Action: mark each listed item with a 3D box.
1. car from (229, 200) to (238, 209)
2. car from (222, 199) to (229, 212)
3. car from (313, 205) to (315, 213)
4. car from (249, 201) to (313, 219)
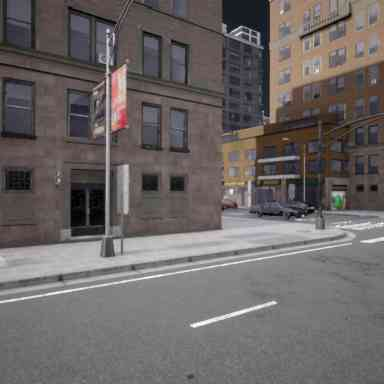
[{"bbox_3d":[4.182,1.594,43.298,1.802,1.307,4.206,0,0,-35],"label":"car"},{"bbox_3d":[1.645,1.592,37.379,1.895,1.301,4.718,0,0,-35],"label":"car"},{"bbox_3d":[10.545,1.580,34.298,1.947,1.339,4.313,0,0,-35],"label":"car"},{"bbox_3d":[7.428,1.541,29.170,2.033,1.411,5.357,0,0,-37],"label":"car"}]
